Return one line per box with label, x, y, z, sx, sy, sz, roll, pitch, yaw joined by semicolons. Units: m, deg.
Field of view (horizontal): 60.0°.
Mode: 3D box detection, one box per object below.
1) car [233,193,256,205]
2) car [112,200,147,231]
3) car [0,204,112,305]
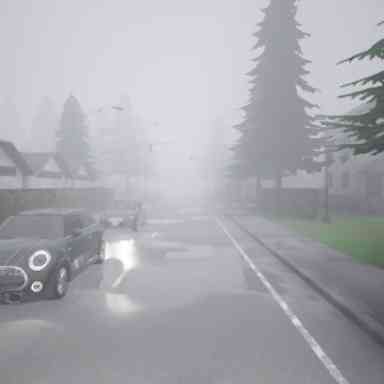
car;7.411;0.863;39.782;4.902;1.511;2.128;0;1;-4
car;-3.606;1.197;18.155;2.128;1.511;4.902;0;1;0
car;-3.605;1.223;8.023;2.097;1.767;4.553;0;1;0
